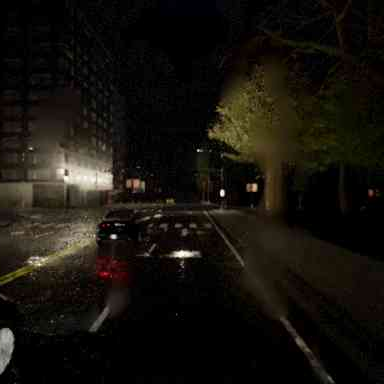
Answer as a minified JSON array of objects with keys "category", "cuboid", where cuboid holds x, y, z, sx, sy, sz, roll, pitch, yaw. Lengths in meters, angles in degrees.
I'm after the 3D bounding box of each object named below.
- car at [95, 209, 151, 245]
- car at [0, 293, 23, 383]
[{"category":"car","cuboid":[-3.145,1.562,15.767,1.837,1.490,4.892,0,0,0]},{"category":"car","cuboid":[-3.150,1.511,2.460,1.837,1.490,4.892,0,0,0]}]
